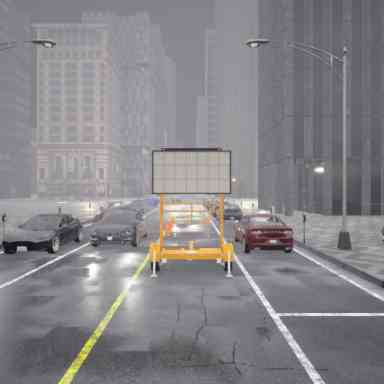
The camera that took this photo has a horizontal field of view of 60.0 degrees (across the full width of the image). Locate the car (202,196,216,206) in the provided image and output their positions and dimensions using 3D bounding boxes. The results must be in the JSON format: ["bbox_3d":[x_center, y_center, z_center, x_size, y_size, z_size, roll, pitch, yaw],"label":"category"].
[{"bbox_3d":[2.704,1.414,52.974,1.967,1.590,4.097,0,0,0],"label":"car"}]

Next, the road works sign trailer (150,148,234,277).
[{"bbox_3d":[-0.010,0.463,10.221,2.380,3.560,2.880,0,0,0],"label":"road works sign trailer"}]

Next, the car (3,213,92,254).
[{"bbox_3d":[-5.779,1.564,13.476,1.947,1.339,4.313,0,0,0],"label":"car"}]

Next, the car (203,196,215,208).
[{"bbox_3d":[2.716,1.509,41.862,1.752,1.417,4.829,0,0,0],"label":"car"}]

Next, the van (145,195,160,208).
[{"bbox_3d":[-5.815,1.320,47.322,1.690,1.788,3.998,0,0,0],"label":"van"}]

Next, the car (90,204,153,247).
[{"bbox_3d":[-3.115,1.503,15.019,1.837,1.490,4.892,0,0,0],"label":"car"}]

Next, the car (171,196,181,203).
[{"bbox_3d":[-3.069,1.508,65.387,2.033,1.411,5.357,0,0,0],"label":"car"}]

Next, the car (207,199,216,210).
[{"bbox_3d":[2.729,1.558,30.410,1.947,1.339,4.313,0,0,0],"label":"car"}]

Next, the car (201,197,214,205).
[{"bbox_3d":[2.699,1.518,58.615,2.008,1.369,4.403,0,0,0],"label":"car"}]

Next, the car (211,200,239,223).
[{"bbox_3d":[2.735,1.546,24.770,2.008,1.369,4.403,0,0,0],"label":"car"}]

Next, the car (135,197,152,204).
[{"bbox_3d":[-5.803,1.554,36.041,1.947,1.339,4.313,0,0,0],"label":"car"}]

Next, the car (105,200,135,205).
[{"bbox_3d":[-5.791,1.435,24.758,1.967,1.590,4.097,0,0,0],"label":"car"}]

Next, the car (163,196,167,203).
[{"bbox_3d":[-5.833,1.512,64.245,2.008,1.369,4.403,0,0,0],"label":"car"}]

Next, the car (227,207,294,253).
[{"bbox_3d":[2.747,1.543,13.488,1.887,1.381,4.507,0,0,0],"label":"car"}]
